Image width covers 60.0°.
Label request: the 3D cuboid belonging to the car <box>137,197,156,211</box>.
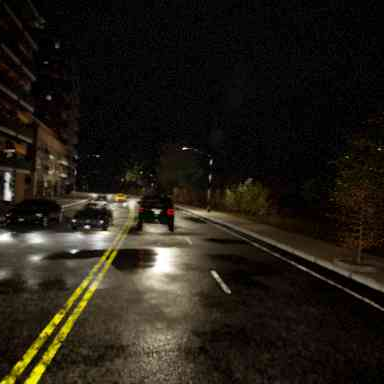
[{"bbox_3d":[-5.887,1.525,42.904,2.033,1.411,5.357,4,0,-11],"label":"car"}]

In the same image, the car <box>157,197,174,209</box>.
[{"bbox_3d":[-3.968,1.619,49.871,1.882,1.535,5.008,4,0,-11],"label":"car"}]

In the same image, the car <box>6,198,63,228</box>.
[{"bbox_3d":[-8.812,1.099,19.007,1.882,1.535,5.008,4,0,-8],"label":"car"}]

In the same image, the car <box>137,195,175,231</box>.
[{"bbox_3d":[-2.351,1.248,21.398,2.150,2.045,5.566,4,0,-8],"label":"car"}]

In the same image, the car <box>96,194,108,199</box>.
[{"bbox_3d":[-16.134,1.044,59.710,1.994,1.385,4.181,4,0,-12],"label":"car"}]

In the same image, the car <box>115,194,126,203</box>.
[{"bbox_3d":[-12.967,1.153,60.440,1.882,1.535,5.008,4,0,-12],"label":"car"}]

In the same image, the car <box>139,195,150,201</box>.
[{"bbox_3d":[-11.780,1.429,82.638,2.033,1.411,5.357,3,0,-15],"label":"car"}]

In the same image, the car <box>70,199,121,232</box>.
[{"bbox_3d":[-5.565,1.365,19.237,2.033,1.411,5.357,3,0,-8],"label":"car"}]
